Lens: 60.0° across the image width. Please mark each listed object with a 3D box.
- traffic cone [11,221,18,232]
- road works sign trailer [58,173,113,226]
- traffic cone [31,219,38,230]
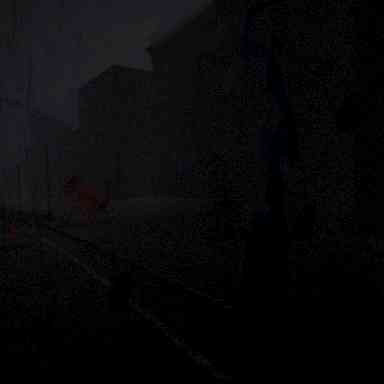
[{"bbox_3d":[-9.519,1.833,17.731,0.340,0.580,0.340,-3,1,-33],"label":"traffic cone"},{"bbox_3d":[-6.083,0.643,19.303,2.380,2.880,3.560,41,4,-2],"label":"road works sign trailer"},{"bbox_3d":[-8.685,1.785,18.278,0.340,0.580,0.340,-3,1,-33],"label":"traffic cone"}]
